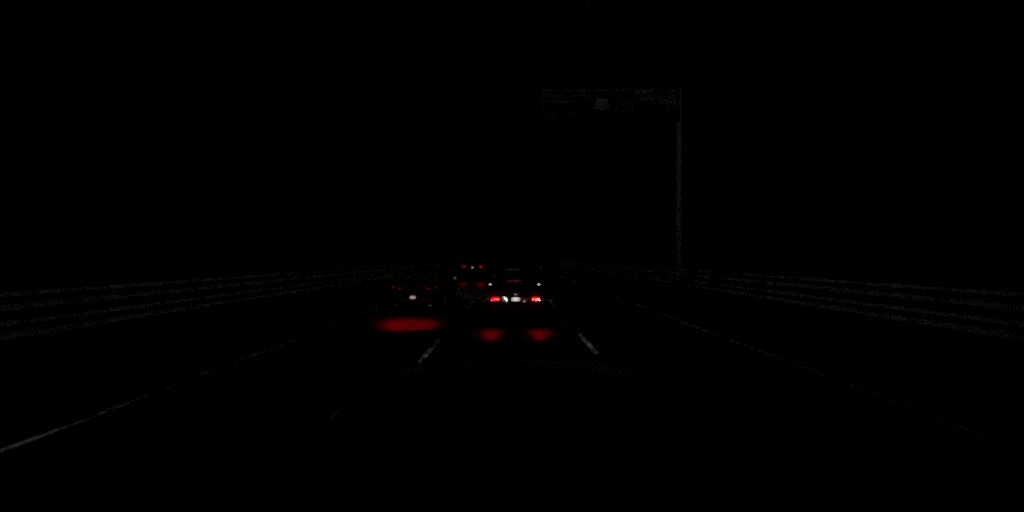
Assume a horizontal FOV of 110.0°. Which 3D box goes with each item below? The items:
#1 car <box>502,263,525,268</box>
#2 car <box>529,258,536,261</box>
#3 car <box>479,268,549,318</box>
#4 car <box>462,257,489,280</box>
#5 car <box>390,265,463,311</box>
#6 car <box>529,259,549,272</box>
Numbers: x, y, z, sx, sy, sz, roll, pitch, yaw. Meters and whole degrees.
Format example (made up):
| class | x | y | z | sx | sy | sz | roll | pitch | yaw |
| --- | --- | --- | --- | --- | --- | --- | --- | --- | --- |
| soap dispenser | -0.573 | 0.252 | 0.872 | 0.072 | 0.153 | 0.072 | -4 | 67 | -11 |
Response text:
| class | x | y | z | sx | sy | sz | roll | pitch | yaw |
| --- | --- | --- | --- | --- | --- | --- | --- | --- | --- |
| car | 0.120 | 1.403 | 34.310 | 1.837 | 1.490 | 4.892 | 0 | 0 | 0 |
| car | 3.855 | 1.405 | 58.009 | 1.882 | 1.535 | 5.008 | 0 | -1 | 1 |
| car | 0.103 | 1.335 | 13.053 | 2.033 | 1.411 | 5.357 | 0 | 0 | 0 |
| car | -3.385 | 1.115 | 33.581 | 2.150 | 2.045 | 5.566 | 0 | 0 | 0 |
| car | -3.398 | 1.272 | 14.741 | 1.882 | 1.535 | 5.008 | 0 | 0 | 0 |
| car | 3.610 | 1.379 | 46.115 | 1.994 | 1.385 | 4.181 | 0 | 0 | 1 |
